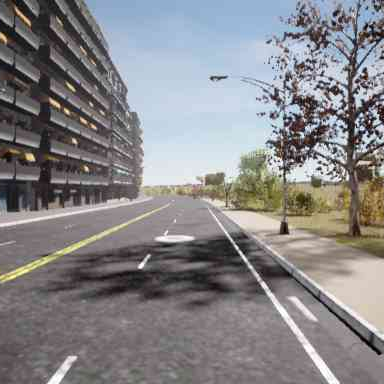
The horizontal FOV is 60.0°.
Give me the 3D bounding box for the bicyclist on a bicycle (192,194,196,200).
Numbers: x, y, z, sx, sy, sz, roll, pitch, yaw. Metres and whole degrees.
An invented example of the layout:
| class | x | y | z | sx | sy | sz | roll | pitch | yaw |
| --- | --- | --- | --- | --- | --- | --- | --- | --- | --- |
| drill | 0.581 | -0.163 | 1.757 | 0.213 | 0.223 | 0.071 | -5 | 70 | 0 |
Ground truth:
| class | x | y | z | sx | sy | sz | roll | pitch | yaw |
| --- | --- | --- | --- | --- | --- | --- | --- | --- | --- |
| bicyclist on a bicycle | 0.863 | 1.502 | 90.601 | 0.582 | 1.620 | 1.656 | -1 | 0 | -3 |
